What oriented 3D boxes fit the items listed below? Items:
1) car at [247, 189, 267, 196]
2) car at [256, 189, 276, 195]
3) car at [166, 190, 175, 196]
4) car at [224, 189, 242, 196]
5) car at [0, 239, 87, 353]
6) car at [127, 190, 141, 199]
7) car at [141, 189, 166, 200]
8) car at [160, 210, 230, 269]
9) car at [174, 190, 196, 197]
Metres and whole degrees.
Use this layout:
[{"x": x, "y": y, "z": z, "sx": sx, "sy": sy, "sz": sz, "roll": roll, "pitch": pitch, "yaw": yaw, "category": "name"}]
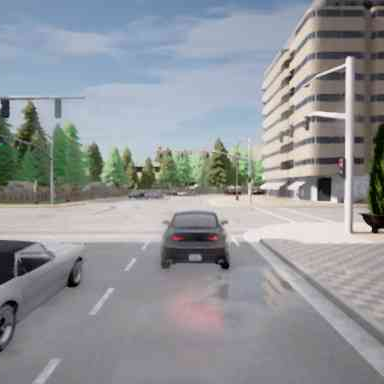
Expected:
[{"x": 15.066, "y": 0.195, "z": 76.860, "sx": 4.718, "sy": 1.301, "sz": 1.895, "roll": -1, "pitch": 1, "yaw": -33, "category": "car"}, {"x": 18.381, "y": -0.005, "z": 82.649, "sx": 4.892, "sy": 1.490, "sz": 1.837, "roll": 0, "pitch": 1, "yaw": -22, "category": "car"}, {"x": -3.596, "y": 0.219, "z": 72.485, "sx": 2.033, "sy": 1.411, "sz": 5.357, "roll": 1, "pitch": 1, "yaw": 31, "category": "car"}, {"x": 9.592, "y": 0.073, "z": 77.120, "sx": 5.008, "sy": 1.535, "sz": 1.882, "roll": -1, "pitch": 1, "yaw": -41, "category": "car"}, {"x": -3.432, "y": 1.491, "z": 5.874, "sx": 1.895, "sy": 1.301, "sz": 4.718, "roll": 0, "pitch": 1, "yaw": 0, "category": "car"}, {"x": -9.547, "y": 0.460, "z": 57.251, "sx": 1.837, "sy": 1.490, "sz": 4.892, "roll": 0, "pitch": 1, "yaw": 10, "category": "car"}, {"x": -6.314, "y": 0.349, "z": 54.998, "sx": 2.097, "sy": 1.767, "sz": 4.553, "roll": 0, "pitch": 1, "yaw": 8, "category": "car"}, {"x": 0.103, "y": 1.311, "z": 10.401, "sx": 1.837, "sy": 1.490, "sz": 4.892, "roll": 0, "pitch": 0, "yaw": 1, "category": "car"}, {"x": -1.159, "y": 0.323, "z": 69.802, "sx": 1.895, "sy": 1.301, "sz": 4.718, "roll": 1, "pitch": 1, "yaw": 31, "category": "car"}]
